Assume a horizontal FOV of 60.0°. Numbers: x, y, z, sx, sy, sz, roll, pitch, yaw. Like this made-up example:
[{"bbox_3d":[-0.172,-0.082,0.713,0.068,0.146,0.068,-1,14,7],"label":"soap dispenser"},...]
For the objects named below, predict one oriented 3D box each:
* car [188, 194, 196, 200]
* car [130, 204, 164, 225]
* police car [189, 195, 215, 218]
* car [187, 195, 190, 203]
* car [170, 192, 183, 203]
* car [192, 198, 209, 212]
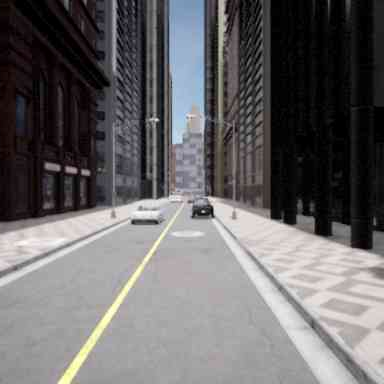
[{"bbox_3d":[0.023,1.283,79.631,1.994,1.385,4.181,0,0,0],"label":"car"},{"bbox_3d":[-3.093,1.535,23.490,1.895,1.301,4.718,0,0,0],"label":"car"},{"bbox_3d":[0.908,1.348,28.962,1.930,1.638,5.238,0,0,0],"label":"police car"},{"bbox_3d":[0.018,1.474,63.065,1.895,1.301,4.718,0,0,0],"label":"car"},{"bbox_3d":[-2.989,1.090,64.899,2.150,2.045,5.566,0,0,0],"label":"car"},{"bbox_3d":[0.911,1.429,38.852,1.812,1.442,4.674,0,0,0],"label":"car"}]
